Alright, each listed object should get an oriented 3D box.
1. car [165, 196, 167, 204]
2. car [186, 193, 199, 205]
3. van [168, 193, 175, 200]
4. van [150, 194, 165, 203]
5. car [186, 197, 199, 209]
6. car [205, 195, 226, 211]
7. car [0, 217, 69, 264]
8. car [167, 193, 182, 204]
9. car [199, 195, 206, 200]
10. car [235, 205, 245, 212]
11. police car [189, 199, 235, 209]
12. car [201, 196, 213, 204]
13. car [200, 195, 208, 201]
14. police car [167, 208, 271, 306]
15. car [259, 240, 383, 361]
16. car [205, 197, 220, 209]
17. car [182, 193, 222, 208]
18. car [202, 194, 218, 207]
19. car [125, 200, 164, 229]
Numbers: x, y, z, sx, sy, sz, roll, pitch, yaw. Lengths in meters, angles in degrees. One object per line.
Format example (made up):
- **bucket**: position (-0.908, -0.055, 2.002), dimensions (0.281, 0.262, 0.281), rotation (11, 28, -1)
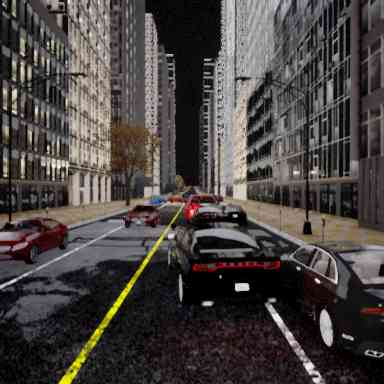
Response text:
- **car**: position (-5.577, 1.458, 62.927), dimensions (2.008, 1.369, 4.403), rotation (0, 0, 0)
- **car**: position (0.109, 1.137, 58.744), dimensions (2.150, 2.045, 5.566), rotation (0, 0, 0)
- **van**: position (-5.525, 1.181, 91.420), dimensions (1.690, 1.788, 3.998), rotation (0, 0, 0)
- **van**: position (-5.600, 1.270, 51.533), dimensions (1.690, 1.788, 3.998), rotation (0, 0, 0)
- **car**: position (0.108, 1.464, 45.777), dimensions (1.812, 1.442, 4.674), rotation (0, 0, 1)
- **car**: position (2.760, 1.263, 40.116), dimensions (2.192, 1.841, 5.009), rotation (0, 0, 0)
- **car**: position (-5.673, 1.569, 11.647), dimensions (1.802, 1.307, 4.206), rotation (0, 0, 0)
- **car**: position (-2.943, 1.129, 62.504), dimensions (2.150, 2.045, 5.566), rotation (0, 0, 1)
- **car**: position (2.857, 1.406, 91.401), dimensions (1.947, 1.339, 4.313), rotation (0, 0, 0)
- **car**: position (2.729, 1.539, 23.022), dimensions (1.947, 1.339, 4.313), rotation (0, 0, 0)
- **police car**: position (0.934, 1.405, 18.326), dimensions (1.930, 1.638, 5.238), rotation (0, 0, 0)
- **car**: position (2.803, 1.452, 62.909), dimensions (1.887, 1.381, 4.507), rotation (0, 0, 0)
- **car**: position (2.836, 1.394, 80.174), dimensions (1.752, 1.417, 4.829), rotation (0, 0, 0)
- **police car**: position (0.472, 1.416, 8.226), dimensions (1.930, 1.638, 5.238), rotation (0, 0, -9)
- **car**: position (2.697, 1.544, 5.927), dimensions (2.008, 1.369, 4.403), rotation (0, 0, 0)
- **car**: position (2.772, 1.483, 45.814), dimensions (1.887, 1.381, 4.507), rotation (0, 0, 0)
- **car**: position (0.606, 1.194, 24.206), dimensions (2.150, 2.045, 5.566), rotation (0, 0, -2)
- **car**: position (2.781, 1.244, 51.512), dimensions (2.192, 1.841, 5.009), rotation (0, 0, 0)
- **car**: position (-3.059, 1.501, 21.442), dimensions (1.812, 1.442, 4.674), rotation (0, 0, 0)
